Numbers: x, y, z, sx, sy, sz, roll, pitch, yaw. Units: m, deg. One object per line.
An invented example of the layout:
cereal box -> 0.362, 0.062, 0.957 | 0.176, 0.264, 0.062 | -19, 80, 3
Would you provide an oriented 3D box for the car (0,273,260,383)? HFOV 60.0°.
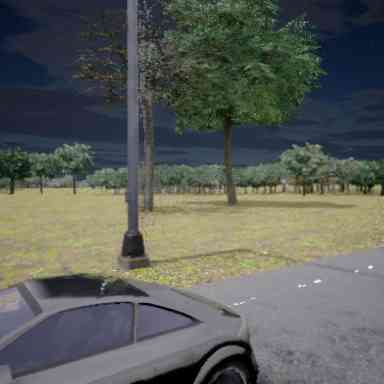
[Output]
car -> -1.366, 1.561, 3.018 | 4.181, 1.385, 1.994 | 0, 0, -35
